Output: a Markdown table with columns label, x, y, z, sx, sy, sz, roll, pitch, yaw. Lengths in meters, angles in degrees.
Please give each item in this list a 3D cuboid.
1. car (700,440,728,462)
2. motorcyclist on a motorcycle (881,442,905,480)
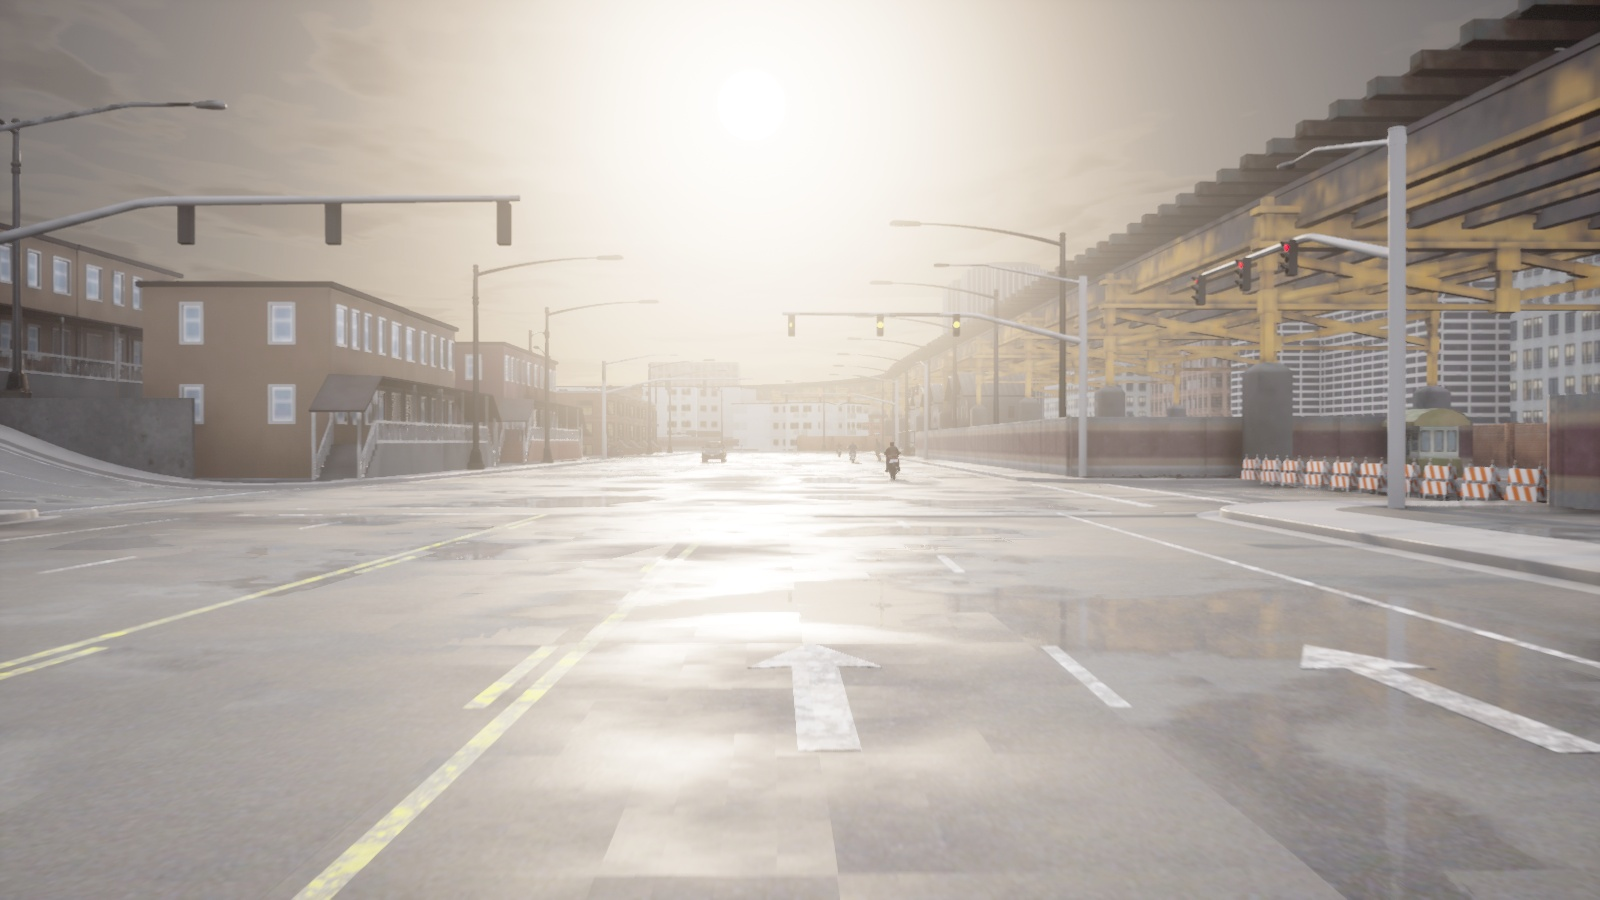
| label | x | y | z | sx | sy | sz | roll | pitch | yaw |
| --- | --- | --- | --- | --- | --- | --- | --- | --- | --- |
| car | -6.551 | 0.081 | 95.799 | 1.851 | 1.617 | 3.988 | 0 | 0 | 0 |
| motorcyclist on a motorcycle | 3.746 | 0.436 | 50.758 | 0.797 | 1.523 | 2.044 | 0 | 0 | 0 |
